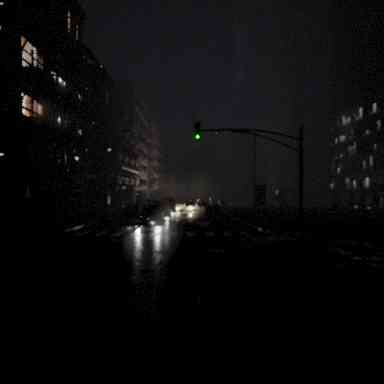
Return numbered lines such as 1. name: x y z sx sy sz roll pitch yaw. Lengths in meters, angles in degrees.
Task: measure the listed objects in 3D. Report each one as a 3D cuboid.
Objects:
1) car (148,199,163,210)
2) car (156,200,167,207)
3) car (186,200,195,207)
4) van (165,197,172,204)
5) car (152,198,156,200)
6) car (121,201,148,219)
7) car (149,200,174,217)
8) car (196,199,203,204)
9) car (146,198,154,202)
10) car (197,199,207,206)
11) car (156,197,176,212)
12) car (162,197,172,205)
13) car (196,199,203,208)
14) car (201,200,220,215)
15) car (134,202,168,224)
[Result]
1. car: -6.104 2.059 56.068 1.967 1.590 4.097 -1 -1 0
2. car: -6.181 2.331 67.364 1.802 1.307 4.206 -1 -1 0
3. car: -0.381 2.313 67.934 2.033 1.411 5.357 0 -1 0
4. van: -6.340 2.352 89.959 1.690 1.788 3.998 -1 -1 0
5. car: -6.066 1.869 50.422 2.192 1.841 5.009 -1 -1 0
6. car: -5.946 1.907 33.473 1.887 1.381 4.507 -1 -1 0
7. car: -3.366 1.935 37.215 1.812 1.442 4.674 0 -1 0
8. car: 2.007 2.554 90.244 1.752 1.417 4.829 -1 -1 0
9. car: -5.986 1.866 39.123 1.967 1.590 4.097 -1 -1 0
10. car: 2.127 2.375 73.128 1.887 1.381 4.507 -1 -1 0
11. car: -3.432 1.748 47.565 2.150 2.045 5.566 0 -1 0
12. car: -6.301 2.260 84.312 2.192 1.841 5.009 -1 -1 0
13. car: 2.205 2.251 61.830 2.008 1.369 4.403 -1 -1 0
14. car: 2.361 1.986 39.237 1.887 1.381 4.507 -1 -1 0
15. car: -3.302 1.804 27.462 1.837 1.490 4.892 0 -1 0
